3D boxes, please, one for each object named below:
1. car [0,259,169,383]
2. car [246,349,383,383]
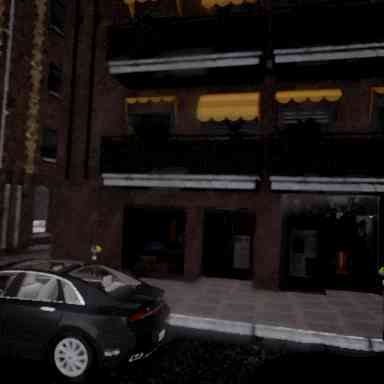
[{"bbox_3d":[-2.556,1.769,5.351,4.403,1.369,2.008,2,-3,14],"label":"car"},{"bbox_3d":[2.729,1.773,2.208,4.892,1.490,1.837,2,-3,14],"label":"car"}]
